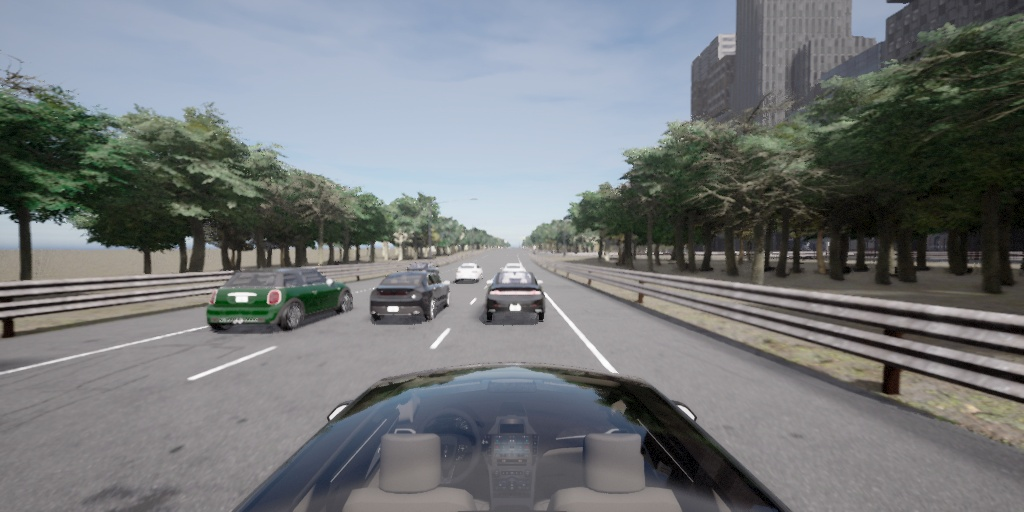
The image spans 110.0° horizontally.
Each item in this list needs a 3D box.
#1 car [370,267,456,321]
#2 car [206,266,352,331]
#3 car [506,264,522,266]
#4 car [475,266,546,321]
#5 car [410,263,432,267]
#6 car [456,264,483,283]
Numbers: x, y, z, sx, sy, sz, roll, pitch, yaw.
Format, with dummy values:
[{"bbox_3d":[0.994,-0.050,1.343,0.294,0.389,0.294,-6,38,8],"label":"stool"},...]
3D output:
[{"bbox_3d":[-3.398,1.286,12.693,1.837,1.490,4.892,0,0,0],"label":"car"},{"bbox_3d":[-6.903,1.131,11.293,2.097,1.767,4.553,0,0,0],"label":"car"},{"bbox_3d":[0.126,1.327,28.789,1.812,1.442,4.674,0,0,0],"label":"car"},{"bbox_3d":[0.101,1.272,12.541,2.128,1.511,4.902,0,0,0],"label":"car"},{"bbox_3d":[-6.887,1.292,27.808,2.128,1.511,4.902,0,0,0],"label":"car"},{"bbox_3d":[-3.384,1.327,28.772,1.812,1.442,4.674,0,0,0],"label":"car"}]
